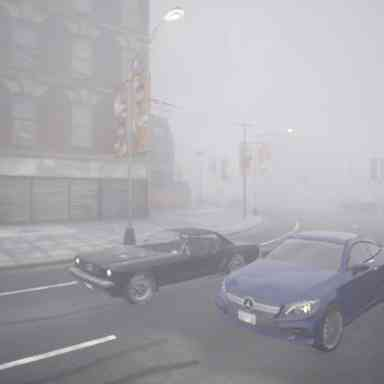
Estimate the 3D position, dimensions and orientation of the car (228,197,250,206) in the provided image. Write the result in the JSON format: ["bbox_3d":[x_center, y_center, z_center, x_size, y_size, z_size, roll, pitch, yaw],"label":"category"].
[{"bbox_3d":[7.725,1.568,55.273,1.994,1.385,4.181,0,0,-28],"label":"car"}]

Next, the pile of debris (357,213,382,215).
[{"bbox_3d":[17.410,2.168,32.666,1.500,0.140,1.860,0,0,0],"label":"pile of debris"}]

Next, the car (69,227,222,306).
[{"bbox_3d":[-0.448,1.603,8.261,4.718,1.301,1.895,0,0,-42],"label":"car"}]

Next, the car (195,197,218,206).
[{"bbox_3d":[2.518,1.555,57.217,2.033,1.411,5.357,0,0,-34],"label":"car"}]

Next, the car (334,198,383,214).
[{"bbox_3d":[17.237,1.468,34.747,1.882,1.535,5.008,0,0,-2],"label":"car"}]

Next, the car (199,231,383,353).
[{"bbox_3d":[2.469,1.525,6.351,4.674,1.442,1.812,0,0,-44],"label":"car"}]

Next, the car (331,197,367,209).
[{"bbox_3d":[22.072,1.511,46.852,2.002,1.452,4.674,0,0,-16],"label":"car"}]
